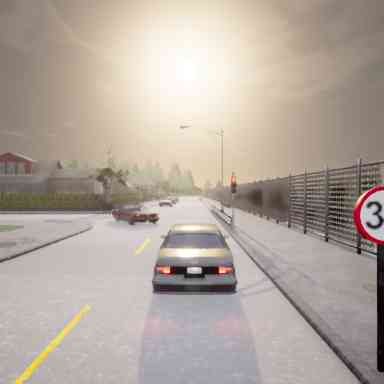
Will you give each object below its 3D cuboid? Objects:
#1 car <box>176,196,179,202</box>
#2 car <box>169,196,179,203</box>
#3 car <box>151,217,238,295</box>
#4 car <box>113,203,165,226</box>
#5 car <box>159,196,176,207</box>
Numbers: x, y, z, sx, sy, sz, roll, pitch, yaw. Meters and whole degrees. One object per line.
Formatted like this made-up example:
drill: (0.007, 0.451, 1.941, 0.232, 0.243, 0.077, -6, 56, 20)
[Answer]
car: (-3.943, 1.477, 61.567, 1.882, 1.535, 5.008, 0, 0, 0)
car: (-3.860, 1.552, 71.571, 1.994, 1.385, 4.181, 0, 0, 0)
car: (0.071, 1.547, 8.880, 2.033, 1.411, 5.357, 0, 0, 1)
car: (-4.005, 1.600, 23.693, 1.895, 1.301, 4.718, 0, 0, -32)
car: (-3.995, 1.547, 51.723, 2.033, 1.411, 5.357, 0, 0, 0)
